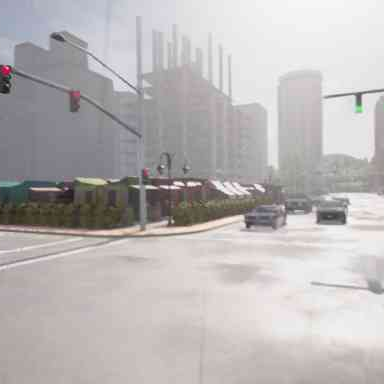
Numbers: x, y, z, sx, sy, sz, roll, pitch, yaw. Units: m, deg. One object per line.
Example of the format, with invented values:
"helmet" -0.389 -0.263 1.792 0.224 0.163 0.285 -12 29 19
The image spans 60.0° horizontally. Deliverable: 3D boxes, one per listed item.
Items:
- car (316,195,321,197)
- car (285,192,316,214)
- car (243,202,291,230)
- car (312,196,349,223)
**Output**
"car" 19.911 1.250 52.517 1.812 1.442 4.674 -1 0 26
"car" 10.783 1.070 33.608 2.150 2.045 5.566 -1 0 26
"car" 4.723 1.534 20.951 1.895 1.301 4.718 -1 0 26
"car" 10.186 1.337 24.246 1.882 1.535 5.008 -1 0 26
